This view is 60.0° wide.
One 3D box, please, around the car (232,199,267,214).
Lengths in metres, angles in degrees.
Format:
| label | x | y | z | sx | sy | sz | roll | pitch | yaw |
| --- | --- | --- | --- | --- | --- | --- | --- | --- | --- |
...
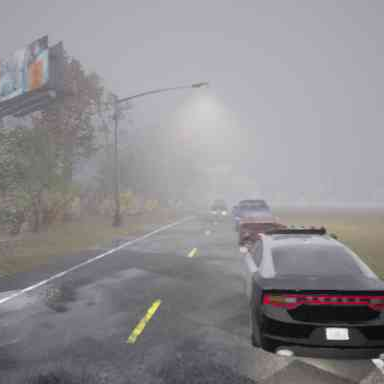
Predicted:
| label | x | y | z | sx | sy | sz | roll | pitch | yaw |
| --- | --- | --- | --- | --- | --- | --- | --- | --- | --- |
| car | 3.980 | 1.472 | 22.170 | 2.150 | 2.045 | 5.566 | -1 | -1 | 8 |

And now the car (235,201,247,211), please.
| label | x | y | z | sx | sy | sz | roll | pitch | yaw |
| --- | --- | --- | --- | --- | --- | --- | --- | --- | --- |
| car | 8.396 | 2.317 | 56.643 | 1.882 | 1.535 | 5.008 | -1 | -1 | 10 |

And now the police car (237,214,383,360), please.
| label | x | y | z | sx | sy | sz | roll | pitch | yaw |
| --- | --- | --- | --- | --- | --- | --- | --- | --- | --- |
| police car | 1.980 | 1.470 | 6.428 | 1.930 | 1.638 | 5.238 | -1 | -1 | 7 |

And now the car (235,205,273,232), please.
| label | x | y | z | sx | sy | sz | roll | pitch | yaw |
| --- | --- | --- | --- | --- | --- | --- | --- | --- | --- |
| car | 3.188 | 1.643 | 16.209 | 1.882 | 1.535 | 5.008 | -1 | -1 | 7 |

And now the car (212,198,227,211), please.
| label | x | y | z | sx | sy | sz | roll | pitch | yaw |
| --- | --- | --- | --- | --- | --- | --- | --- | --- | --- |
| car | 4.602 | 2.100 | 54.995 | 2.150 | 2.045 | 5.566 | -1 | -1 | 10 |
